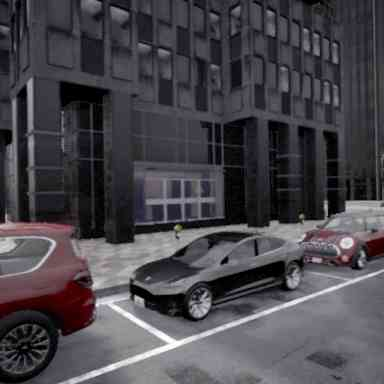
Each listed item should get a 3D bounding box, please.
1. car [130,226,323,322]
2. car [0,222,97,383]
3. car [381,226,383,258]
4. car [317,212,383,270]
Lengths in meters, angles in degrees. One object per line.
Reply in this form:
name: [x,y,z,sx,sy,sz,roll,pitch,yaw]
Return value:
car: [0.760,1.592,7.360,4.313,1.339,1.947,-1,-1,-38]
car: [-3.656,1.390,3.911,5.009,1.841,2.192,-1,-1,-38]
car: [7.242,1.540,9.038,4.718,1.301,1.895,-1,0,-38]
car: [5.171,1.417,10.812,4.097,1.590,1.967,-1,-1,-38]
